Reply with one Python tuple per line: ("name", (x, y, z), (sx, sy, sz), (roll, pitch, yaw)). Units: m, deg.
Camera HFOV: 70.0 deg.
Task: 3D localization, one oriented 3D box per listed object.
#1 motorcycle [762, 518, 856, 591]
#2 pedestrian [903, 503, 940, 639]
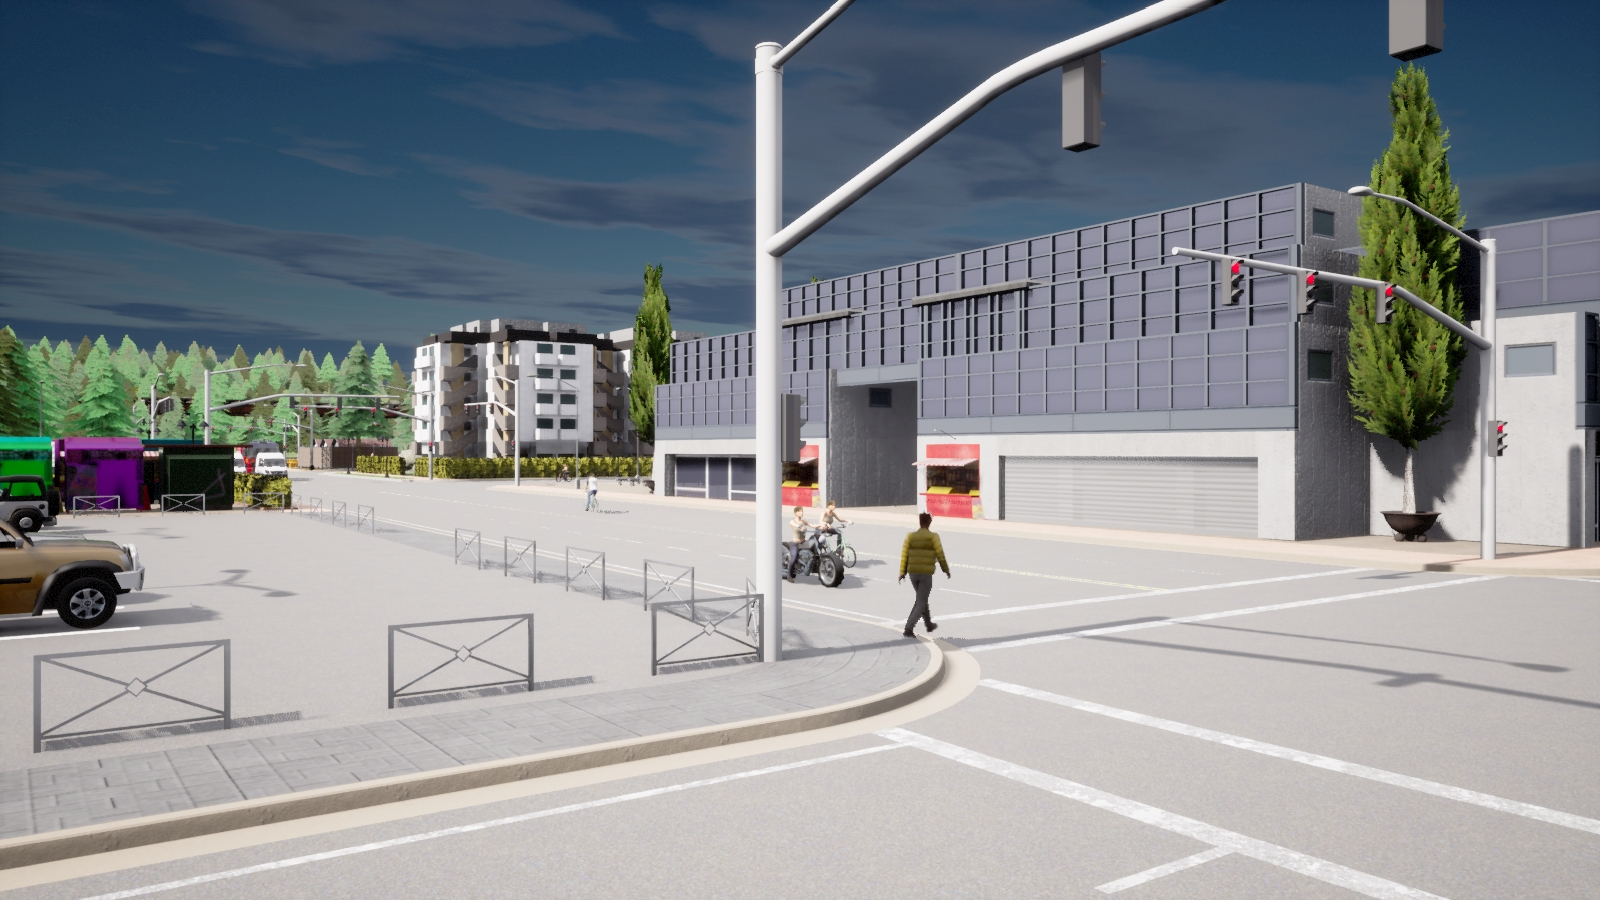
("motorcycle", (0.165, 2.155, 23.900), (0.764, 1.307, 2.356), (0, 0, -34))
("pedestrian", (1.716, 1.696, 16.118), (0.375, 1.860, 0.375), (0, 0, 35))
